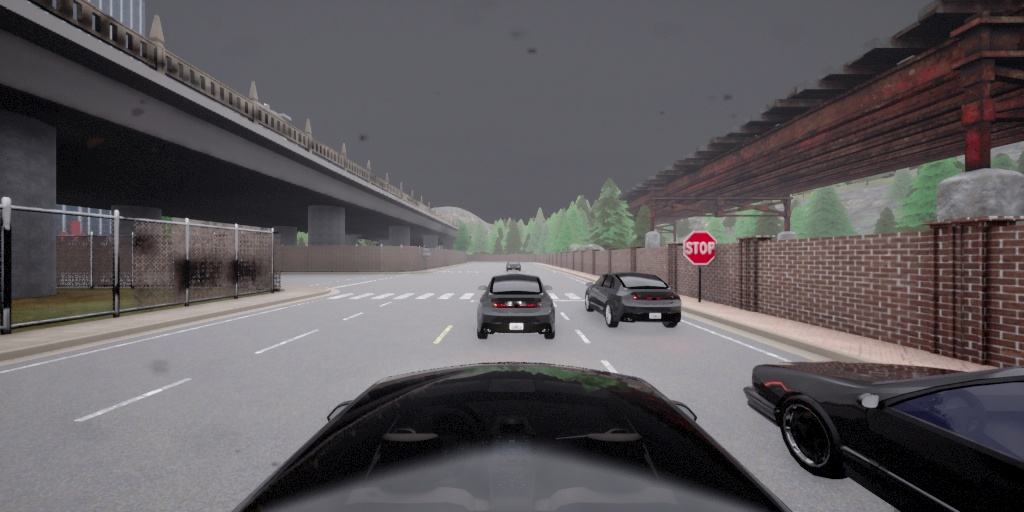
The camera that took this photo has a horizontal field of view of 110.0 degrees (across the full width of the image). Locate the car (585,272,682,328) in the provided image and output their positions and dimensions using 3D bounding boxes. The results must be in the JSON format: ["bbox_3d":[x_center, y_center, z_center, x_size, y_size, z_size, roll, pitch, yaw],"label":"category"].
[{"bbox_3d":[3.600,1.255,11.414,1.837,1.490,4.892,0,0,0],"label":"car"}]

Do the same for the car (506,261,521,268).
[{"bbox_3d":[0.182,1.350,46.334,1.895,1.301,4.718,0,0,-1],"label":"car"}]

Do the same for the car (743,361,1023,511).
[{"bbox_3d":[3.600,1.297,1.668,2.033,1.411,5.357,0,0,0],"label":"car"}]

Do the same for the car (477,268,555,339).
[{"bbox_3d":[0.098,1.255,10.055,1.837,1.490,4.892,0,0,0],"label":"car"}]
